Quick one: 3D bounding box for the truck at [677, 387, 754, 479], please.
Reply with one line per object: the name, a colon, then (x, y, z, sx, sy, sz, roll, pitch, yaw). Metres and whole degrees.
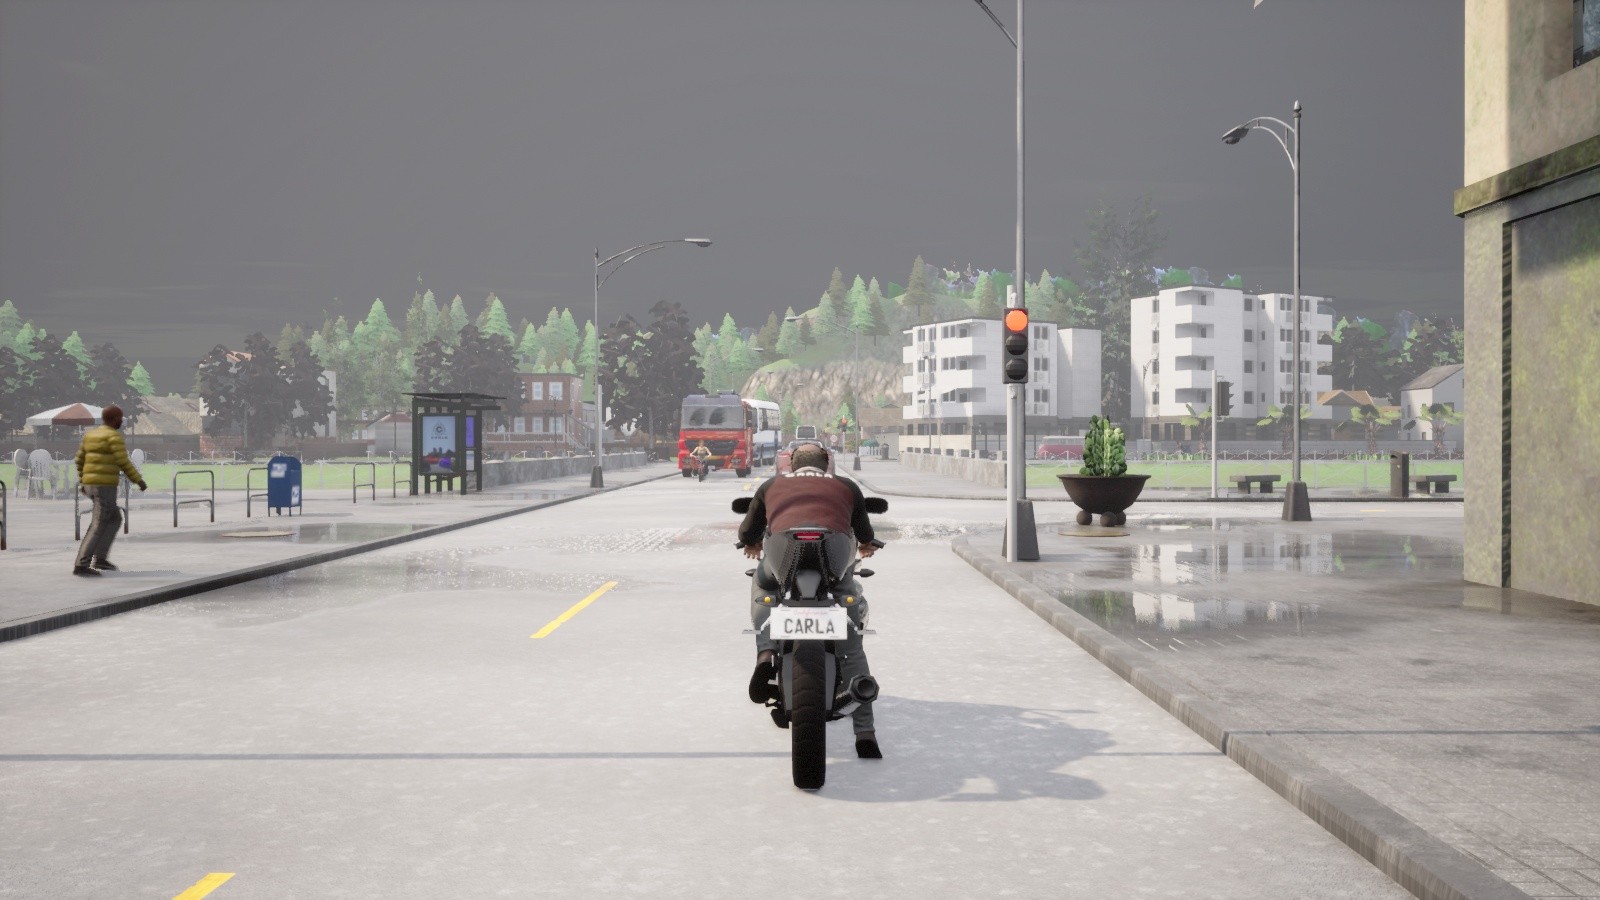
truck: (-3.704, -0.742, 56.921, 2.891, 3.827, 8.468, 0, 0, 0)

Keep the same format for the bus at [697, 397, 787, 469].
bus: (-3.520, -1.084, 79.955, 3.944, 4.253, 10.273, 0, 1, 7)

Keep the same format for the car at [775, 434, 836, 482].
car: (0.224, 0.264, 46.287, 2.152, 1.651, 5.027, 0, 0, 1)

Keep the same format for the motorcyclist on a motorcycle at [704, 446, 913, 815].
motorcyclist on a motorcycle: (0.047, 0.746, 6.323, 0.866, 1.530, 2.191, 0, 0, 1)

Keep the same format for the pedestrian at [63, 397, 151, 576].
pedestrian: (-7.312, 0.376, 13.268, 0.370, 1.835, 0.726, 0, 0, 29)

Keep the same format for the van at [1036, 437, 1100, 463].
van: (20.241, -0.021, 95.067, 4.442, 1.987, 1.775, 0, 0, 0)
